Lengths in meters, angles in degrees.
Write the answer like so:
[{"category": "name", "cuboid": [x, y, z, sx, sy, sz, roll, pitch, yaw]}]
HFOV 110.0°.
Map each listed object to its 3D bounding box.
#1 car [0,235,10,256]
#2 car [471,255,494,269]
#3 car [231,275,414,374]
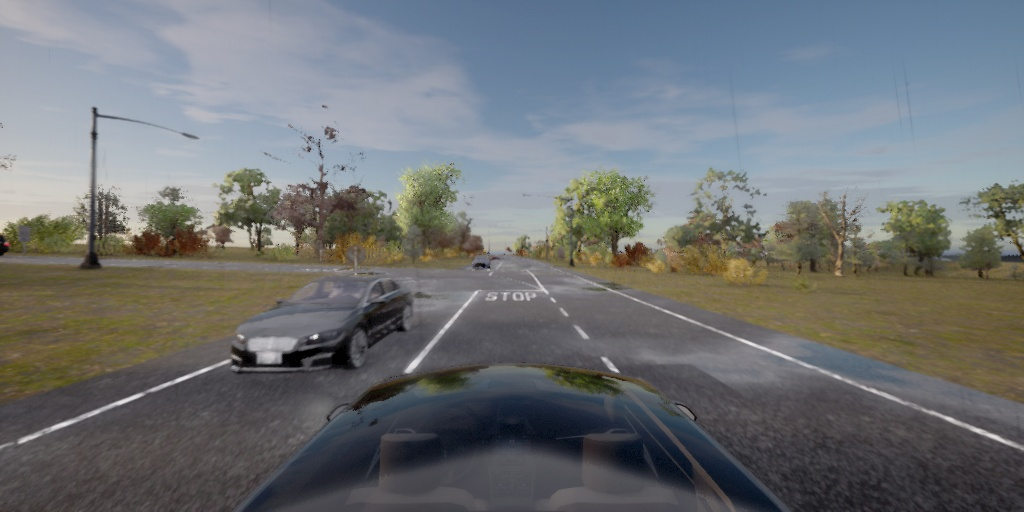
[{"category": "car", "cuboid": [-48.957, -1.032, 32.234, 5.566, 2.045, 2.150, 2, 0, 0]}, {"category": "car", "cuboid": [-3.582, 0.662, 42.495, 2.097, 1.767, 4.553, -1, 0, 0]}, {"category": "car", "cuboid": [-3.510, 1.183, 7.629, 2.128, 1.511, 4.902, 0, 1, 0]}]
